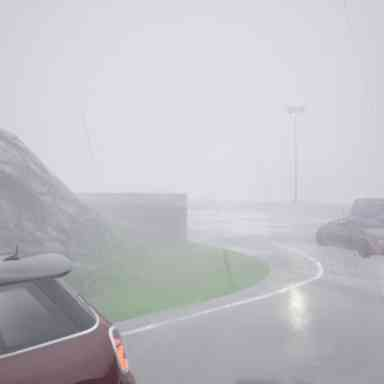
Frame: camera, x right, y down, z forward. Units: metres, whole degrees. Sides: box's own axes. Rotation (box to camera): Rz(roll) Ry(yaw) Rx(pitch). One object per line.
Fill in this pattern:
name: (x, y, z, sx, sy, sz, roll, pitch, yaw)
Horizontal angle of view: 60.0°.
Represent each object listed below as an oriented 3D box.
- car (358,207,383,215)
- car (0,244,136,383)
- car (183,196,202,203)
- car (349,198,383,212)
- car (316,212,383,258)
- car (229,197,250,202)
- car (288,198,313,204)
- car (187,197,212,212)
car: (10.829, 1.706, 15.890, 1.812, 1.442, 4.674, 0, 0, -36)
car: (-2.712, 1.353, 2.134, 4.553, 1.767, 2.097, 0, 0, -36)
car: (0.068, 1.659, 73.486, 1.837, 1.490, 4.892, 0, 0, -36)
car: (12.283, 1.399, 19.862, 2.150, 2.045, 5.566, 0, 0, -35)
car: (6.940, 1.748, 13.601, 1.994, 1.385, 4.181, 0, 0, -13)
car: (8.751, 1.685, 61.433, 1.812, 1.442, 4.674, 0, 0, -35)
car: (17.782, 1.720, 54.768, 1.994, 1.385, 4.181, 0, 0, -35)
car: (0.668, 1.738, 42.261, 1.994, 1.385, 4.181, 0, 0, -35)
